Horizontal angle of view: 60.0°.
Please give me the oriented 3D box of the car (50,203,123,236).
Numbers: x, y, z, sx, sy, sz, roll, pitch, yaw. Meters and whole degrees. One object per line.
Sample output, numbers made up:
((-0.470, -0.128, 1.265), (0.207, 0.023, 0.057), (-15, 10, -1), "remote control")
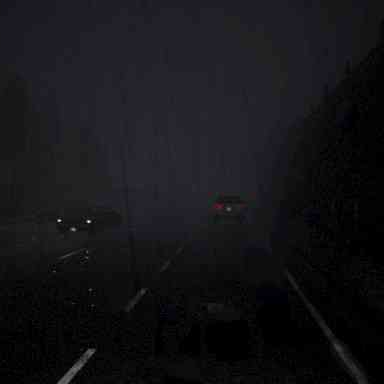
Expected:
((-5.290, 1.448, 17.705), (1.895, 1.301, 4.718), (1, 0, 6), "car")

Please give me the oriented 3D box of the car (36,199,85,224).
((-8.316, 1.251, 22.063), (1.882, 1.535, 5.008), (1, 0, 6), "car")

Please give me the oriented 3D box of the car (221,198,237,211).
((4.765, 1.526, 42.639), (1.812, 1.442, 4.674), (1, 0, 7), "car")

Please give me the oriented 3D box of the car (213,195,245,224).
((2.798, 1.222, 25.101), (2.150, 2.045, 5.566), (1, 0, 6), "car")
